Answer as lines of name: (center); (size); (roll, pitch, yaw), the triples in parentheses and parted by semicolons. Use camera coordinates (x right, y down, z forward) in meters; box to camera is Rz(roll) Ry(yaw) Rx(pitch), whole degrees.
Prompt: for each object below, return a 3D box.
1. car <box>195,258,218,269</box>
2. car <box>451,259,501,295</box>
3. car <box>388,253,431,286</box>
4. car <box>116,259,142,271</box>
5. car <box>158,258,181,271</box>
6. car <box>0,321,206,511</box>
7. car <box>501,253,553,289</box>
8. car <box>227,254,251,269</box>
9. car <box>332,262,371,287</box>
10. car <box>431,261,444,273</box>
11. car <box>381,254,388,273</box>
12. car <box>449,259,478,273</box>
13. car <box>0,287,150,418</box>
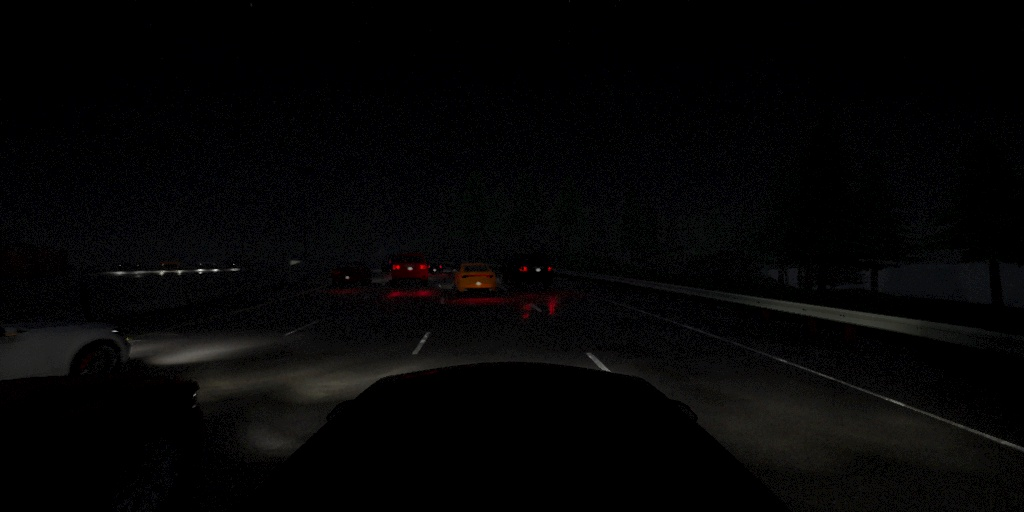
car: (-40.962, 1.018, 48.005); (4.674, 1.442, 1.812); (0, 0, 44)
car: (-2.083, 1.125, 19.116); (1.882, 1.535, 5.008); (0, 0, -12)
car: (-6.833, 0.840, 23.959); (2.150, 2.045, 5.566); (0, 0, -16)
car: (-45.920, 1.089, 43.071); (4.674, 1.442, 1.812); (0, 0, 44)
car: (-42.858, 0.984, 44.922); (1.882, 1.535, 5.008); (0, 0, -45)
car: (-3.598, 1.232, 1.029); (1.882, 1.535, 5.008); (0, 0, 0)
car: (0.797, 0.849, 22.368); (2.150, 2.045, 5.566); (0, 0, -14)
car: (-38.496, 0.679, 50.488); (5.566, 2.045, 2.150); (0, 0, 44)
car: (-10.371, 1.102, 23.418); (1.882, 1.535, 5.008); (0, 0, -16)
car: (-8.929, 1.133, 38.964); (1.895, 1.301, 4.718); (0, 0, -25)
car: (-12.799, 0.745, 38.954); (2.150, 2.045, 5.566); (0, -1, -27)
car: (-5.389, 1.054, 39.523); (1.812, 1.442, 4.674); (0, 0, -25)
car: (-7.155, 1.265, 3.897); (1.812, 1.442, 4.674); (0, 0, -2)
